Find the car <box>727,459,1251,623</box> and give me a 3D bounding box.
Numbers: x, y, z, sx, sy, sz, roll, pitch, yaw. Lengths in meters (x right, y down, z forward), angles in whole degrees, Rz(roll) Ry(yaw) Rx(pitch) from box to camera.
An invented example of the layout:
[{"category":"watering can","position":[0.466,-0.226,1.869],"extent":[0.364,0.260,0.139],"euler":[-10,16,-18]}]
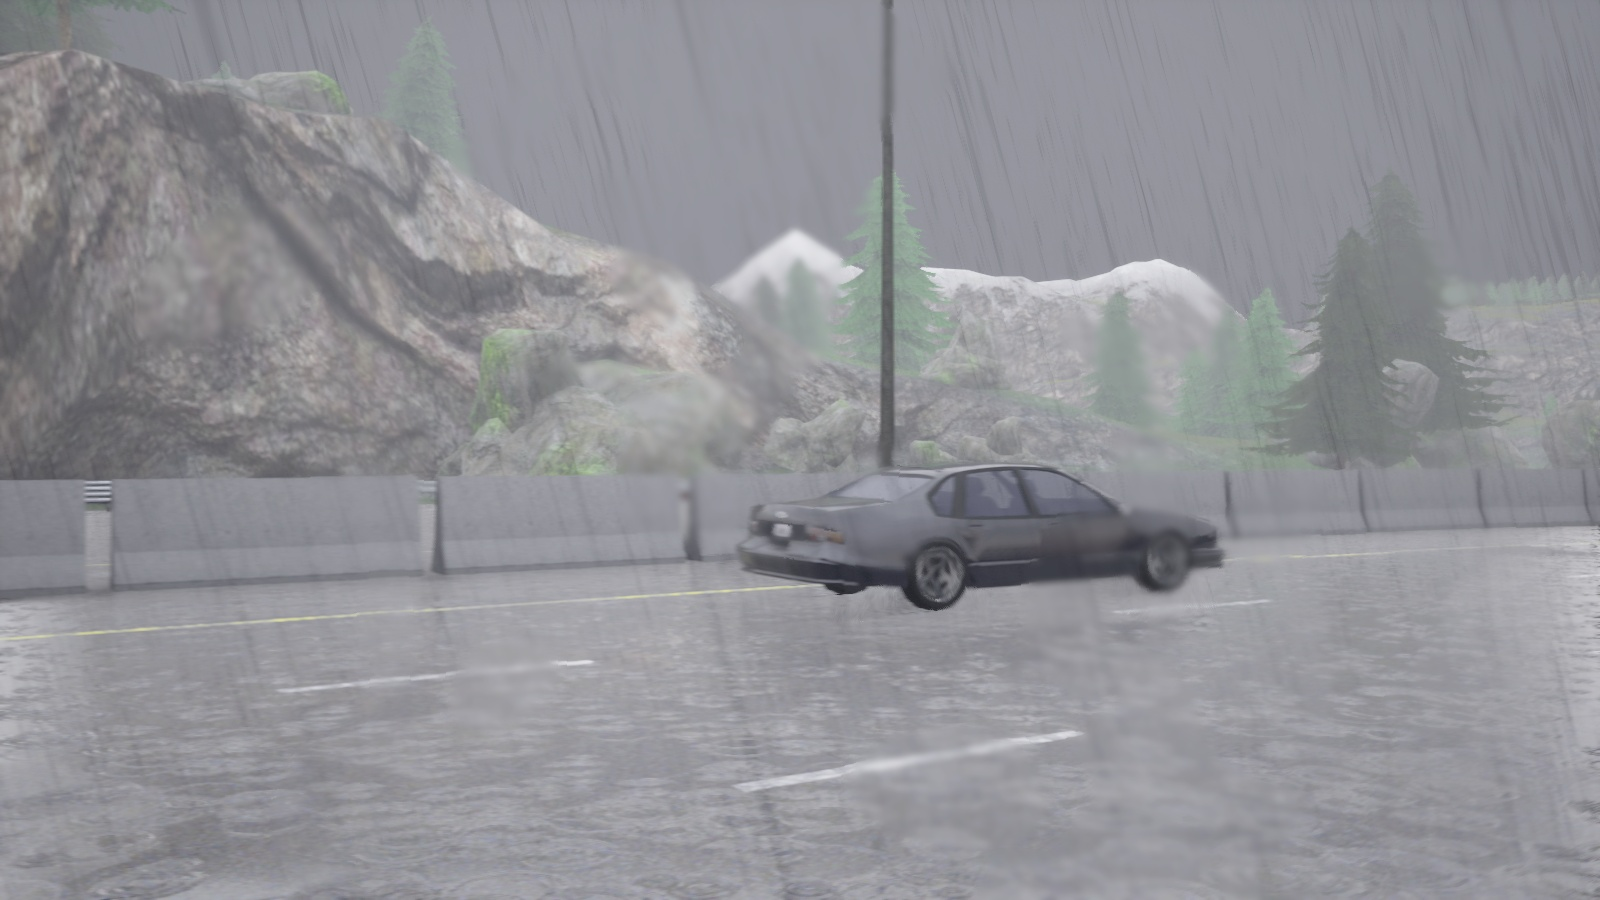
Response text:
[{"category":"car","position":[2.089,0.819,13.251],"extent":[5.357,1.411,2.033],"euler":[0,0,-30]}]
